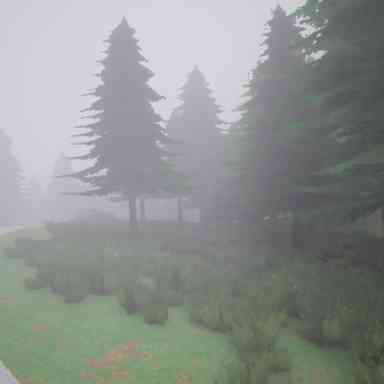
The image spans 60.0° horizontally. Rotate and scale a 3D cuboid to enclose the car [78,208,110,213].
[{"bbox_3d":[-10.098,2.458,35.382,2.128,1.511,4.902,-5,-7,20],"label":"car"}]
